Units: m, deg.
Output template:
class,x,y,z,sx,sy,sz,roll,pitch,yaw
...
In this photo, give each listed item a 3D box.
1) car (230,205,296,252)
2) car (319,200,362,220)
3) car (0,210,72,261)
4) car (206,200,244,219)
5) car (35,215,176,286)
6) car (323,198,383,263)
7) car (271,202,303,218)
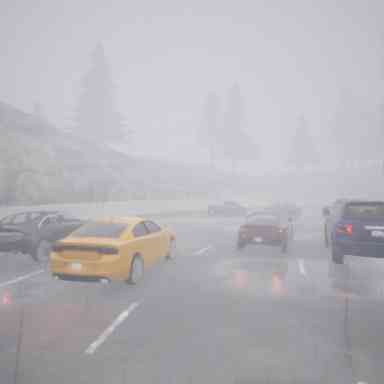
class,x,y,z,sx,sy,sz,roll,pitch,yaw
car,3.127,1.490,13.812,1.812,1.442,4.674,0,0,20
car,12.776,1.496,28.426,1.812,1.442,4.674,0,0,45
car,-5.098,1.406,11.876,2.128,1.511,4.902,0,0,15
car,2.994,1.429,28.194,1.812,1.442,4.674,0,0,36
car,-1.895,1.425,9.466,1.882,1.535,5.008,0,0,13
car,5.938,1.216,11.658,2.150,2.045,5.566,0,0,18
car,7.735,1.501,28.044,1.994,1.385,4.181,1,0,40
